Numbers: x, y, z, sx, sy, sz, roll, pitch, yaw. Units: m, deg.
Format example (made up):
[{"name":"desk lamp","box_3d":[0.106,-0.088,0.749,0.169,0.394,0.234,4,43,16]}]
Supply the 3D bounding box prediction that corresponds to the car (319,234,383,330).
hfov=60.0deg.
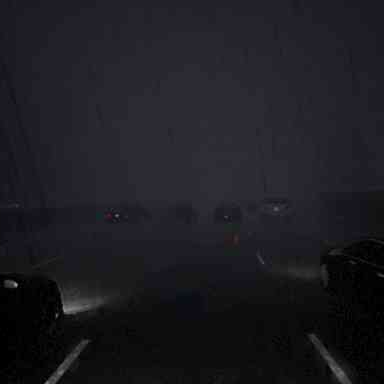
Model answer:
[{"name":"car","box_3d":[3.874,1.530,6.116,1.837,1.490,4.892,0,0,3]}]

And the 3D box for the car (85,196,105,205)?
[{"name":"car","box_3d":[-14.578,1.306,54.008,1.882,1.535,5.008,0,0,20]}]

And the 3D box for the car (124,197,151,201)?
[{"name":"car","box_3d":[-8.026,1.415,51.545,1.895,1.301,4.718,0,0,20]}]

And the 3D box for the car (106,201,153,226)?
[{"name":"car","box_3d":[-4.479,1.645,24.516,2.033,1.411,5.357,0,0,11]}]

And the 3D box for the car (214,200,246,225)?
[{"name":"car","box_3d":[2.836,1.580,25.264,1.882,1.535,5.008,0,0,11]}]

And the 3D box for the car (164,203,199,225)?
[{"name":"car","box_3d":[-0.716,1.579,25.296,1.882,1.535,5.008,0,0,11]}]

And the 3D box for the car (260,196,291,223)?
[{"name":"car","box_3d":[6.776,1.332,27.055,2.150,2.045,5.566,0,0,12]}]

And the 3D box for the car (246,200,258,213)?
[{"name":"car","box_3d":[6.744,1.654,40.264,2.128,1.511,4.902,0,0,21]}]

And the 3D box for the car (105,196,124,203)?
[{"name":"car","box_3d":[-11.297,1.540,52.790,1.812,1.442,4.674,0,0,20]}]

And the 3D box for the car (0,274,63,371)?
[{"name":"car","box_3d":[-3.224,1.579,3.974,1.994,1.385,4.181,0,0,2]}]

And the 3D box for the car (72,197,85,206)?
[{"name":"car","box_3d":[-17.850,1.636,55.252,2.097,1.767,4.553,0,0,20]}]
